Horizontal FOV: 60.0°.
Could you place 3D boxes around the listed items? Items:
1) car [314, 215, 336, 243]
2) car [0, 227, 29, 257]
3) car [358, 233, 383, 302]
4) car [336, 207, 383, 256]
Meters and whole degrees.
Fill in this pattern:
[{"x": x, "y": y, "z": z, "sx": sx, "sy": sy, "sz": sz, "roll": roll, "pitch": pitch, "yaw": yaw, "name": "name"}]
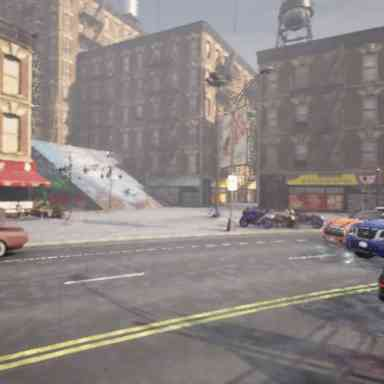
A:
[{"x": 8.164, "y": 1.464, "z": 14.794, "sx": 4.553, "sy": 1.767, "sz": 2.097, "roll": 1, "pitch": 0, "yaw": -15, "name": "car"}, {"x": -7.976, "y": 1.510, "z": 10.755, "sx": 4.718, "sy": 1.301, "sz": 1.895, "roll": 1, "pitch": 0, "yaw": -31, "name": "car"}, {"x": 5.683, "y": 1.598, "z": 6.416, "sx": 4.674, "sy": 1.442, "sz": 1.812, "roll": 1, "pitch": 0, "yaw": -24, "name": "car"}, {"x": 8.035, "y": 1.328, "z": 11.281, "sx": 5.566, "sy": 2.045, "sz": 2.150, "roll": 1, "pitch": 0, "yaw": -17, "name": "car"}]
